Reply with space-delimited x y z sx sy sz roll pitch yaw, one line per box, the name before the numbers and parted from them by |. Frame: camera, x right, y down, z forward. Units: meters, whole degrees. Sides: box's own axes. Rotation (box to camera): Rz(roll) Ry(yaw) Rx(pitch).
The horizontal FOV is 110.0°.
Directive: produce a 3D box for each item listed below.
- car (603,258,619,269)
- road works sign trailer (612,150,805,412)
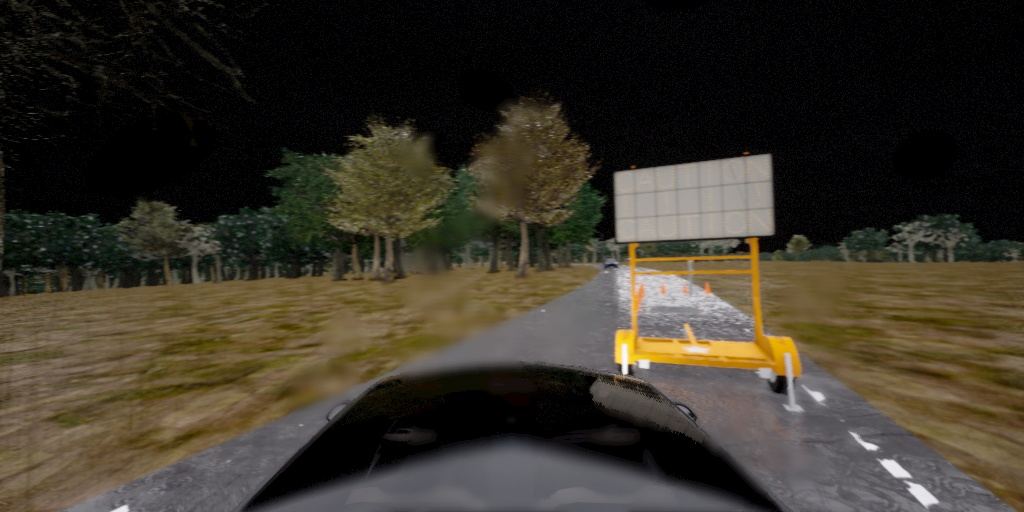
car | 15.611 1.120 56.718 2.097 1.767 4.553 -2 -1 11
road works sign trailer | 3.085 0.153 6.097 2.380 3.560 2.880 0 0 22
